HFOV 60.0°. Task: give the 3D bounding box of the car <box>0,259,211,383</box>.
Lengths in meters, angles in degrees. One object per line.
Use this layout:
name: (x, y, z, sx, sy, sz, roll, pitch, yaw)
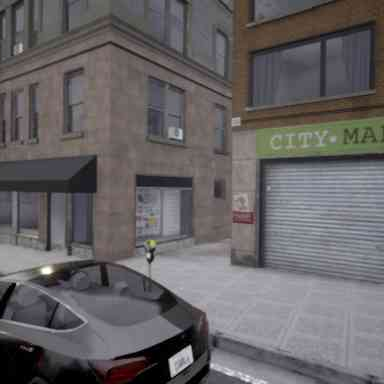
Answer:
car: (-1.789, 1.564, 4.220, 4.313, 1.339, 1.947, 0, 1, 35)
